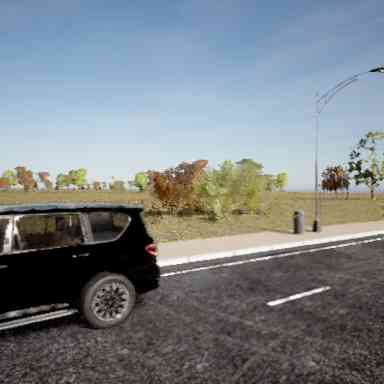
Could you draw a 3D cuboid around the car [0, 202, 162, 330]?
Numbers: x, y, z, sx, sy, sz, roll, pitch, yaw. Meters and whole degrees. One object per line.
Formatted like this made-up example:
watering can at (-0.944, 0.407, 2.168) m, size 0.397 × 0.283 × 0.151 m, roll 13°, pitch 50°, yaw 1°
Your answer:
car at (-3.178, 1.222, 5.412) m, size 5.566 × 2.045 × 2.150 m, roll 0°, pitch 0°, yaw -36°
